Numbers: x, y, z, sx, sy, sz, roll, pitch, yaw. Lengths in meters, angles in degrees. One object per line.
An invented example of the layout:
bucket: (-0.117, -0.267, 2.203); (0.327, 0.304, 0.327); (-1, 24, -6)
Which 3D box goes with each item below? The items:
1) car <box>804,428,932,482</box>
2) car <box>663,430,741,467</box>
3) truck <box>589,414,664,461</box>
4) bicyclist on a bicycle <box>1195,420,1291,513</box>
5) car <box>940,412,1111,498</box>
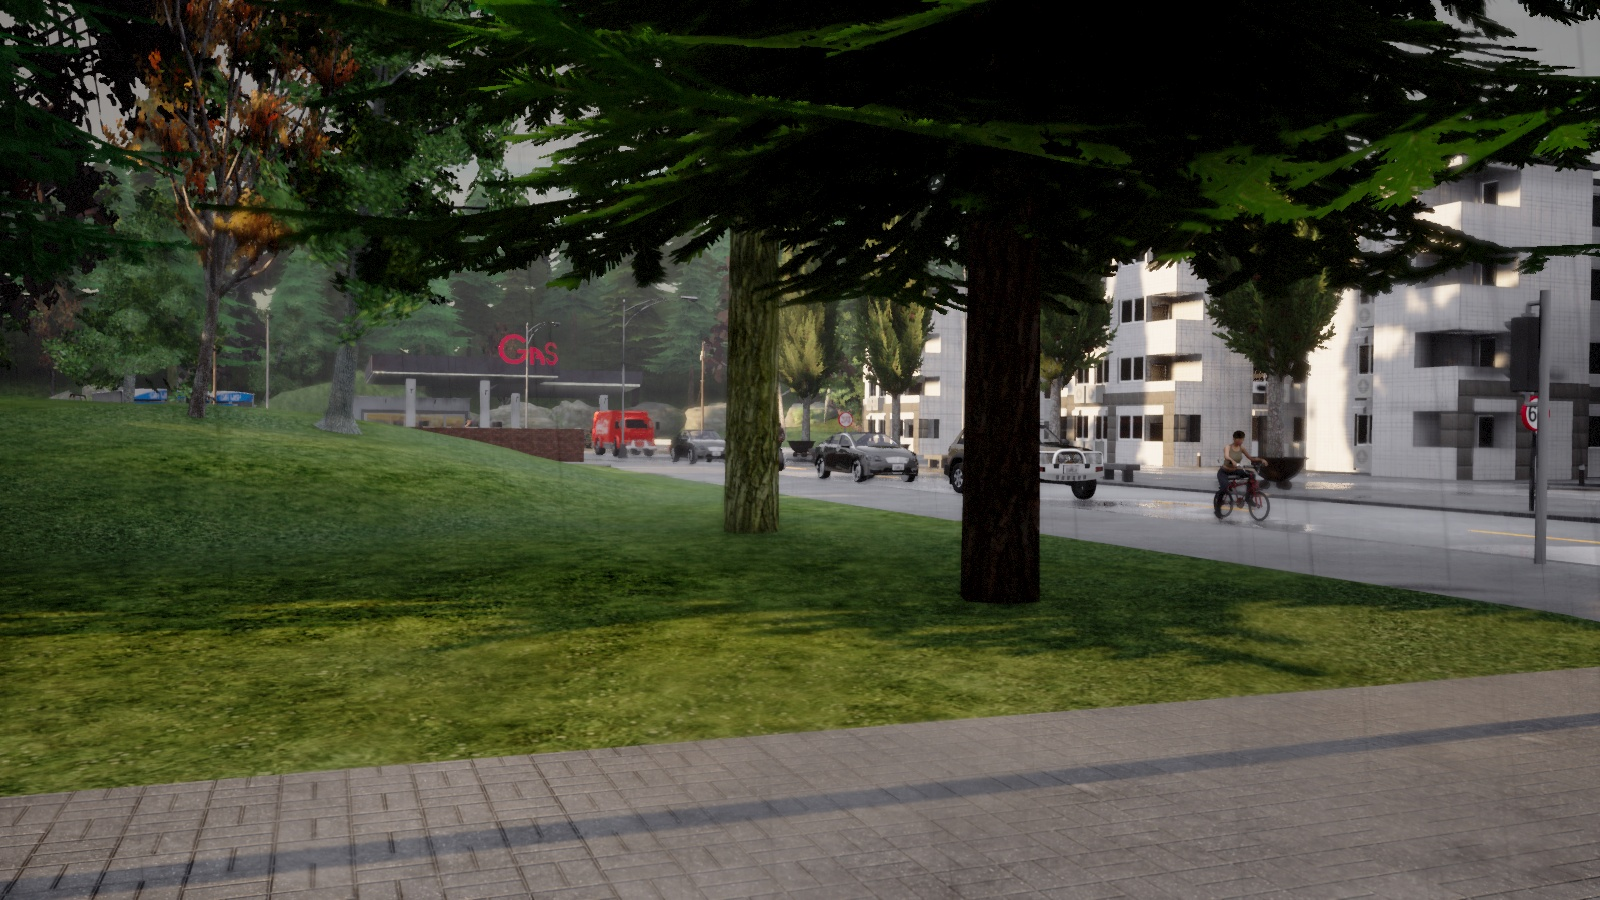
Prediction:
car: (1.986, 0.105, 38.546); (2.128, 1.511, 4.902); (-1, 1, -21)
car: (-4.387, -0.101, 55.369); (2.128, 1.511, 4.902); (-1, 1, -21)
truck: (-9.614, -0.710, 69.137); (2.627, 2.467, 5.204); (-1, 1, -25)
bicyclist on a bicycle: (8.000, 0.278, 22.736); (0.866, 1.612, 1.509); (-1, 1, -20)
car: (5.250, 0.071, 29.922); (1.932, 1.855, 4.605); (-1, 1, -21)
